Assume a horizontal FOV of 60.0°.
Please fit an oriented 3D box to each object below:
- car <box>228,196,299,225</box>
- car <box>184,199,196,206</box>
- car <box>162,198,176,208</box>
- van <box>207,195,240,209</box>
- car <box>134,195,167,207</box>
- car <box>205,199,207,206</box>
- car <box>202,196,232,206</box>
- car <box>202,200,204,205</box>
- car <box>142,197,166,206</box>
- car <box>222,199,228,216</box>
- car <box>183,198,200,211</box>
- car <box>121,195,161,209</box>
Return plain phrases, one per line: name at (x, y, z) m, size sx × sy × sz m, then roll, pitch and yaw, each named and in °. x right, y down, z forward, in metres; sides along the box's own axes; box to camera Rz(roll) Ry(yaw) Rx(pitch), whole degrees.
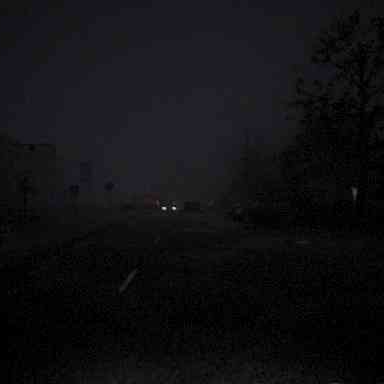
car at (5.118, 1.347, 23.566) m, size 4.553 × 1.767 × 2.185 m, roll 0°, pitch 0°, yaw 0°
car at (-0.384, 2.139, 67.942) m, size 2.128 × 1.511 × 4.902 m, roll 0°, pitch -2°, yaw 2°
car at (-3.566, 1.728, 54.057) m, size 1.882 × 1.535 × 5.008 m, roll 0°, pitch -1°, yaw 0°
van at (4.780, 1.384, 47.532) m, size 4.442 × 1.987 × 1.878 m, roll 0°, pitch -1°, yaw 0°
car at (-7.460, 1.628, 60.220) m, size 5.566 × 2.045 × 2.435 m, roll 0°, pitch -1°, yaw -1°
car at (5.058, 1.654, 50.324) m, size 5.366 × 1.575 × 1.946 m, roll 0°, pitch -1°, yaw 0°
car at (4.700, 1.747, 64.164) m, size 5.566 × 2.045 × 2.435 m, roll 0°, pitch -2°, yaw -1°
car at (4.772, 1.588, 58.704) m, size 5.566 × 2.045 × 2.435 m, roll 0°, pitch -2°, yaw -1°
car at (-7.536, 1.930, 66.167) m, size 4.553 × 1.767 × 2.185 m, roll 0°, pitch -2°, yaw -1°
car at (5.046, 1.514, 26.736) m, size 4.674 × 1.452 × 2.002 m, roll 0°, pitch 0°, yaw 0°
car at (-0.043, 1.528, 41.431) m, size 1.882 × 1.535 × 5.008 m, roll 0°, pitch -1°, yaw 0°
car at (-7.561, 1.614, 48.070) m, size 5.366 × 1.575 × 1.946 m, roll 0°, pitch -1°, yaw 0°
